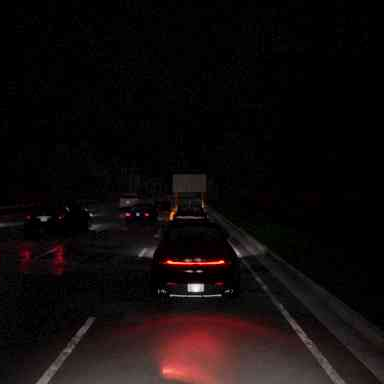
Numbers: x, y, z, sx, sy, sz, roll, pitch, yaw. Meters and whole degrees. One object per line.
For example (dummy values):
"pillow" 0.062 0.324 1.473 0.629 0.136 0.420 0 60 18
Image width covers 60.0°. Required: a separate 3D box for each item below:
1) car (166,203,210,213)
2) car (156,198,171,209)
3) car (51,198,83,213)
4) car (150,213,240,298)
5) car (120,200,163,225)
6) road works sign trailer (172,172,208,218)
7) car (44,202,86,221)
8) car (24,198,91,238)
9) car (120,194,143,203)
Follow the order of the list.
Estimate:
"car" -0.049 1.488 18.892 2.128 1.511 4.902 0 0 1
"car" -3.707 1.478 41.178 1.882 1.535 5.008 0 0 0
"car" -14.180 1.503 37.985 1.837 1.490 4.892 0 -1 0
"car" 0.053 1.505 8.506 1.837 1.490 4.892 0 0 0
"car" -3.575 1.547 24.305 2.033 1.411 5.357 0 0 0
"road works sign trailer" -0.171 0.464 22.763 2.380 3.560 2.880 0 0 -3
"car" -10.600 1.564 28.150 1.994 1.385 4.181 0 0 0
"car" -7.018 1.351 17.860 2.097 1.767 4.553 0 0 0
"car" -7.197 1.215 40.002 2.150 2.045 5.566 0 -1 0
